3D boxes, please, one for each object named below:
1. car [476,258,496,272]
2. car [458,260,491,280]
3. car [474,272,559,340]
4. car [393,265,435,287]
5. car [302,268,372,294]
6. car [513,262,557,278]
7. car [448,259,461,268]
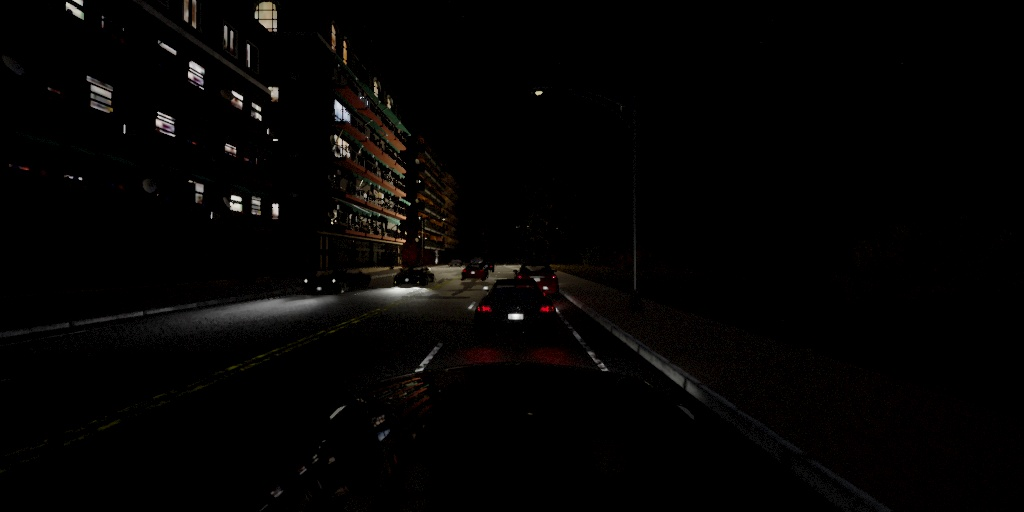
[{"bbox_3d":[-3.115,1.299,45.078,2.033,1.411,5.357,0,0,-1],"label":"car"},{"bbox_3d":[-3.135,1.316,30.837,1.994,1.385,4.181,0,0,0],"label":"car"},{"bbox_3d":[0.099,1.315,9.967,1.994,1.385,4.181,0,0,0],"label":"car"},{"bbox_3d":[-6.589,1.316,24.436,1.994,1.385,4.181,0,0,0],"label":"car"},{"bbox_3d":[-9.841,1.353,20.521,1.895,1.301,4.718,0,0,0],"label":"car"},{"bbox_3d":[1.146,1.103,18.548,2.097,1.767,4.553,0,0,0],"label":"car"},{"bbox_3d":[-9.777,1.297,62.583,2.033,1.411,5.357,0,0,1],"label":"car"}]
